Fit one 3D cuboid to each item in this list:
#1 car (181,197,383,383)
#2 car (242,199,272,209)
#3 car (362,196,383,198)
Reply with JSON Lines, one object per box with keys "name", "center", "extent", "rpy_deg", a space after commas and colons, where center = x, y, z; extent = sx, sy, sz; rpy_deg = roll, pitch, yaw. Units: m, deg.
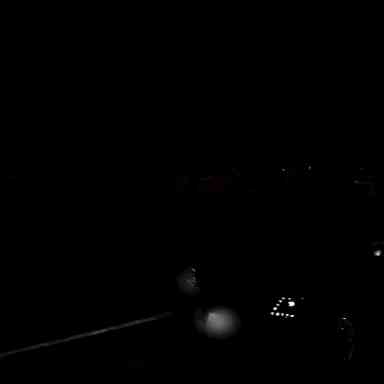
{"name": "car", "center": [2.432, 1.226, 5.850], "extent": [5.566, 2.045, 2.150], "rpy_deg": [0, 0, -40]}
{"name": "car", "center": [10.641, 1.921, 54.472], "extent": [2.128, 1.511, 4.902], "rpy_deg": [1, -1, -30]}
{"name": "car", "center": [19.784, 1.502, 37.418], "extent": [2.150, 2.045, 5.566], "rpy_deg": [1, -1, -3]}
